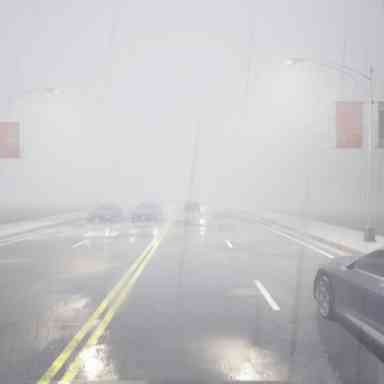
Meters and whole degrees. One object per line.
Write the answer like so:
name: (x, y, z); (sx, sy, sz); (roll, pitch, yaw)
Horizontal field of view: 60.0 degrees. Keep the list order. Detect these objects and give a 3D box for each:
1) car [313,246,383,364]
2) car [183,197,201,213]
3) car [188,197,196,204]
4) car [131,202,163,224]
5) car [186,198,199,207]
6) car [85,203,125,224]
car: (3.249, 1.432, 4.362); (2.033, 1.649, 4.856); (0, 0, 0)
car: (-0.007, 1.580, 38.836); (1.882, 1.535, 5.008); (0, 0, 0)
car: (-0.012, 1.890, 73.456); (1.882, 1.535, 5.008); (0, -1, 0)
car: (-3.283, 1.521, 25.100); (1.882, 1.535, 5.008); (0, 0, 1)
car: (0.090, 1.711, 55.127); (2.128, 1.511, 4.902); (0, -1, 0)
car: (-6.526, 1.594, 25.663); (2.033, 1.411, 5.357); (0, 0, 0)
